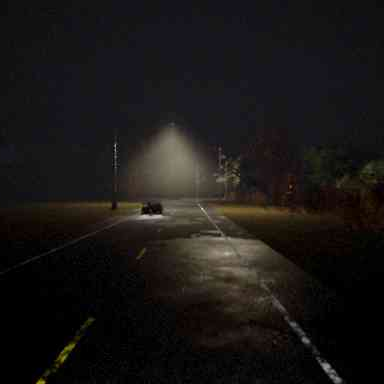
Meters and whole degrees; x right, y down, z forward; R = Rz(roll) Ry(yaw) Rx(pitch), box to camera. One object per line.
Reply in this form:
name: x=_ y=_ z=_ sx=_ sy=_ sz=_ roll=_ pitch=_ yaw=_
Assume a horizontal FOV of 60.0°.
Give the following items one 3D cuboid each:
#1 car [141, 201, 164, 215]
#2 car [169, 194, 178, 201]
car: x=-3.875 y=1.563 z=33.139 sx=1.994 sy=1.385 sz=4.181 roll=0 pitch=0 yaw=0
car: x=-4.168 y=1.273 z=75.632 sx=1.882 sy=1.535 sz=5.008 roll=0 pitch=0 yaw=-1
